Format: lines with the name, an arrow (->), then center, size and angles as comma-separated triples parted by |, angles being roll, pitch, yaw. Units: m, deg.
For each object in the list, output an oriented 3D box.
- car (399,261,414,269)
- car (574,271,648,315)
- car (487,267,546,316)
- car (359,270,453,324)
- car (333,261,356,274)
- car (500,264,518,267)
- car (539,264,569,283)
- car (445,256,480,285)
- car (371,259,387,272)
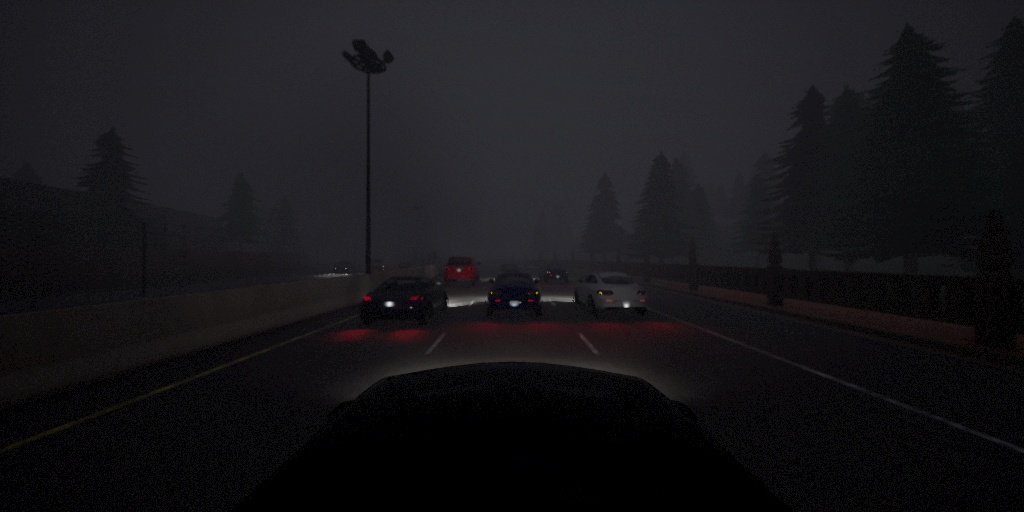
car -> -14.037, 1.395, 47.676 | 2.033, 1.411, 5.357 | 0, 0, -15
car -> 3.574, 1.300, 13.503 | 1.812, 1.442, 4.674 | 0, 0, 0
car -> 0.075, 1.300, 13.461 | 1.812, 1.442, 4.674 | 0, 0, 0
car -> -3.432, 1.334, 12.090 | 1.994, 1.385, 4.181 | 0, 0, 0
car -> -20.231, 1.342, 43.454 | 1.837, 1.490, 4.892 | 0, 0, -14
car -> -0.246, 1.332, 28.611 | 1.812, 1.442, 4.674 | 0, 0, -3
car -> 3.252, 1.332, 28.642 | 1.812, 1.442, 4.674 | 0, 0, -3
car -> -3.620, 1.026, 26.533 | 2.150, 2.045, 5.566 | 0, 0, -2
car -> -17.366, 1.196, 46.403 | 2.097, 1.767, 4.553 | 0, 0, -16
